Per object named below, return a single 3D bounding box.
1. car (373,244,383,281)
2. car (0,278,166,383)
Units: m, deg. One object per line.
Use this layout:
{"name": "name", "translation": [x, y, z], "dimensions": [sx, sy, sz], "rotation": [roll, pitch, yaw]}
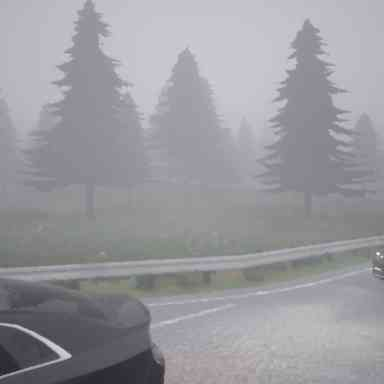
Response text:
{"name": "car", "translation": [6.527, 1.469, 8.480], "dimensions": [4.902, 1.511, 2.128], "rotation": [0, 0, -34]}
{"name": "car", "translation": [-2.513, 1.508, 2.171], "dimensions": [4.892, 1.490, 1.837], "rotation": [0, 0, -35]}
